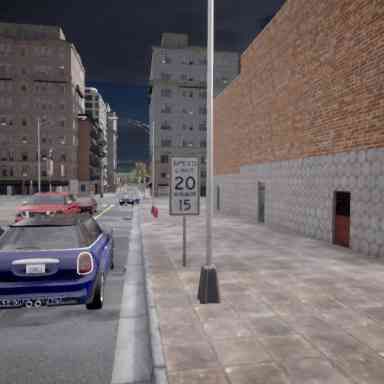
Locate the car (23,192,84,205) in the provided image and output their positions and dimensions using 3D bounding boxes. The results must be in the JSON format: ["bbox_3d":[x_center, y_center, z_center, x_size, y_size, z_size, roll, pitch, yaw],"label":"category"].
[{"bbox_3d":[-7.558,1.016,17.921,2.150,2.045,5.566,0,1,-9],"label":"car"}]

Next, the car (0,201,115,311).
[{"bbox_3d":[-2.966,1.278,7.665,2.097,1.767,4.553,0,1,-9],"label":"car"}]

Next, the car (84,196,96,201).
[{"bbox_3d":[-9.314,1.134,28.652,1.882,1.535,5.008,0,1,-9],"label":"car"}]

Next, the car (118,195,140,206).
[{"bbox_3d":[-7.941,1.086,42.788,1.895,1.301,4.718,1,0,3],"label":"car"}]
